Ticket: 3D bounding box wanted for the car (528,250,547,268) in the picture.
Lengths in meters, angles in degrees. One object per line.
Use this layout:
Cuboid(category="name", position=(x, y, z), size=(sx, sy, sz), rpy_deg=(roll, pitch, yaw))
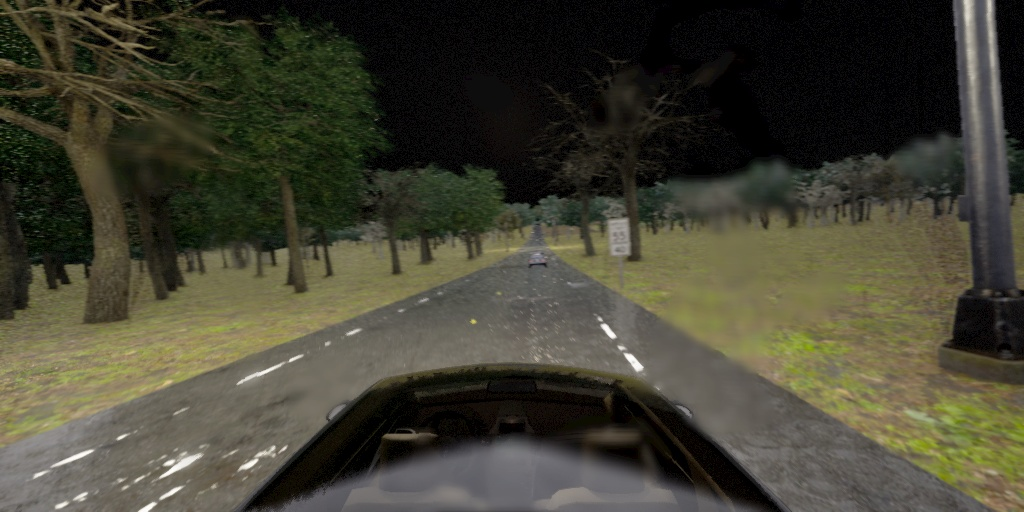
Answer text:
Cuboid(category="car", position=(2.683, 0.449, 37.241), size=(2.033, 1.411, 5.357), rpy_deg=(-5, 1, 5))
